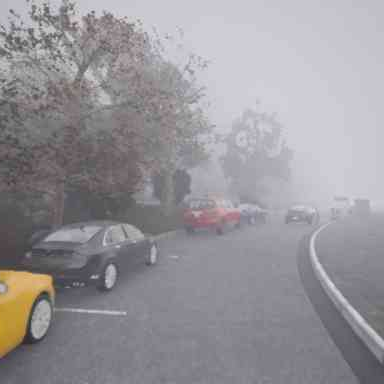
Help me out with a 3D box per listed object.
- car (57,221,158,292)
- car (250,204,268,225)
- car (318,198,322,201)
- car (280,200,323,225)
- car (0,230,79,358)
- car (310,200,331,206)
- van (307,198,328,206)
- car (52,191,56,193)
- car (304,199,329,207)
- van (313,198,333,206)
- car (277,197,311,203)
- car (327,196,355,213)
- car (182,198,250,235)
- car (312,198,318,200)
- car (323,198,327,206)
[{"bbox_3d":[-2.415,1.538,9.171,2.231,1.521,4.892,0,-1,13],"label":"car"},{"bbox_3d":[4.228,1.628,25.229,2.097,1.535,5.008,-1,-1,31],"label":"car"},{"bbox_3d":[24.638,2.501,71.565,4.792,1.488,2.163,-1,-1,12],"label":"car"},{"bbox_3d":[8.215,1.607,24.777,1.812,1.442,4.674,-1,0,30],"label":"car"},{"bbox_3d":[-3.332,1.497,3.504,2.097,1.535,5.008,0,0,5],"label":"car"},{"bbox_3d":[32.428,2.777,84.062,4.674,1.452,2.002,-1,-2,12],"label":"car"},{"bbox_3d":[30.756,2.459,81.595,4.442,1.987,1.878,-1,-2,12],"label":"van"},{"bbox_3d":[-24.344,-0.226,60.537,5.566,2.045,2.150,4,0,34],"label":"car"},{"bbox_3d":[29.504,2.621,79.029,5.366,1.575,1.946,-1,-2,12],"label":"car"},{"bbox_3d":[34.090,2.568,86.559,4.442,1.987,1.878,-1,-2,12],"label":"van"},{"bbox_3d":[18.485,2.022,61.559,5.566,2.045,2.435,-1,-2,12],"label":"car"},{"bbox_3d":[18.399,1.500,40.140,2.150,2.045,5.566,-1,-2,34],"label":"car"},{"bbox_3d":[1.379,1.341,19.956,2.435,2.045,5.566,-1,0,25],"label":"car"},{"bbox_3d":[23.142,2.295,69.056,4.553,1.767,2.185,-1,-1,12],"label":"car"},{"bbox_3d":[27.777,2.574,76.559,4.892,1.521,2.231,-1,-1,12],"label":"car"}]
